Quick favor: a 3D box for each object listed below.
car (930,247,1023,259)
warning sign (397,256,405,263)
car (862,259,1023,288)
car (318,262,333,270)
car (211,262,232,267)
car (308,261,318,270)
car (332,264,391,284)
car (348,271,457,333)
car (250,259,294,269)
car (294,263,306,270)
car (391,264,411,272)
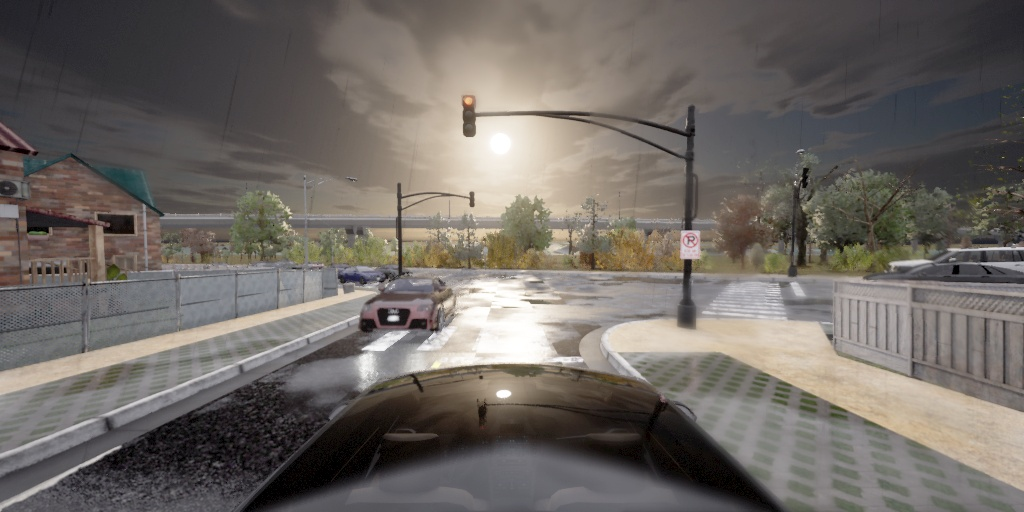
[{"bbox_3d":[21.507,0.618,16.825,5.566,2.045,2.150,0,2,36],"label":"car"},{"bbox_3d":[-14.324,0.740,46.213,1.060,1.860,1.300,0,0,36],"label":"warning sign"},{"bbox_3d":[18.203,1.023,15.218,4.892,1.490,1.837,-1,2,36],"label":"car"},{"bbox_3d":[-17.712,1.491,36.983,4.181,1.385,1.994,-1,2,36],"label":"car"},{"bbox_3d":[-40.038,1.638,49.266,4.892,1.490,1.837,-1,2,36],"label":"car"},{"bbox_3d":[-30.620,1.455,54.483,4.718,1.301,1.895,-1,2,36],"label":"car"},{"bbox_3d":[-12.175,1.500,28.960,4.674,1.442,1.812,0,2,36],"label":"car"},{"bbox_3d":[-2.851,1.311,10.623,1.994,1.385,4.181,0,0,0],"label":"car"},{"bbox_3d":[-26.201,1.447,39.123,4.553,1.767,2.097,-1,2,36],"label":"car"},{"bbox_3d":[-27.898,1.371,44.336,4.553,1.767,2.097,-1,1,33],"label":"car"},{"bbox_3d":[-10.728,1.432,31.927,4.181,1.385,1.994,0,2,36],"label":"car"}]
